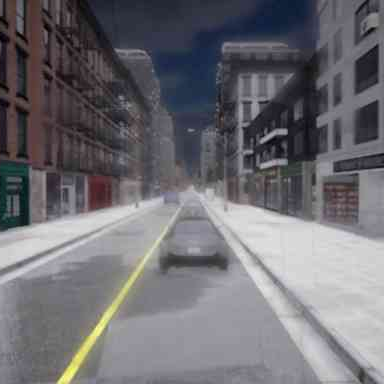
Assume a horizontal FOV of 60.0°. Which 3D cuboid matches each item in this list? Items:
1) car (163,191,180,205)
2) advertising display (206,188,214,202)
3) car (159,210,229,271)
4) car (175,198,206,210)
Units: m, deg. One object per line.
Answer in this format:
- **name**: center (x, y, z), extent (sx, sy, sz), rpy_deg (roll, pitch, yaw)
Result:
- **car**: center (-3.015, 0.860, 49.508), extent (2.150, 2.045, 5.566), rpy_deg (0, 0, 0)
- **advertising display**: center (3.228, 0.598, 59.627), extent (1.540, 2.440, 0.280), rpy_deg (0, 1, 0)
- **car**: center (0.070, 1.478, 10.681), extent (1.994, 1.385, 4.181), rpy_deg (0, 0, 1)
- **car**: center (0.079, 1.359, 24.269), extent (2.033, 1.411, 5.357), rpy_deg (0, 0, 1)
